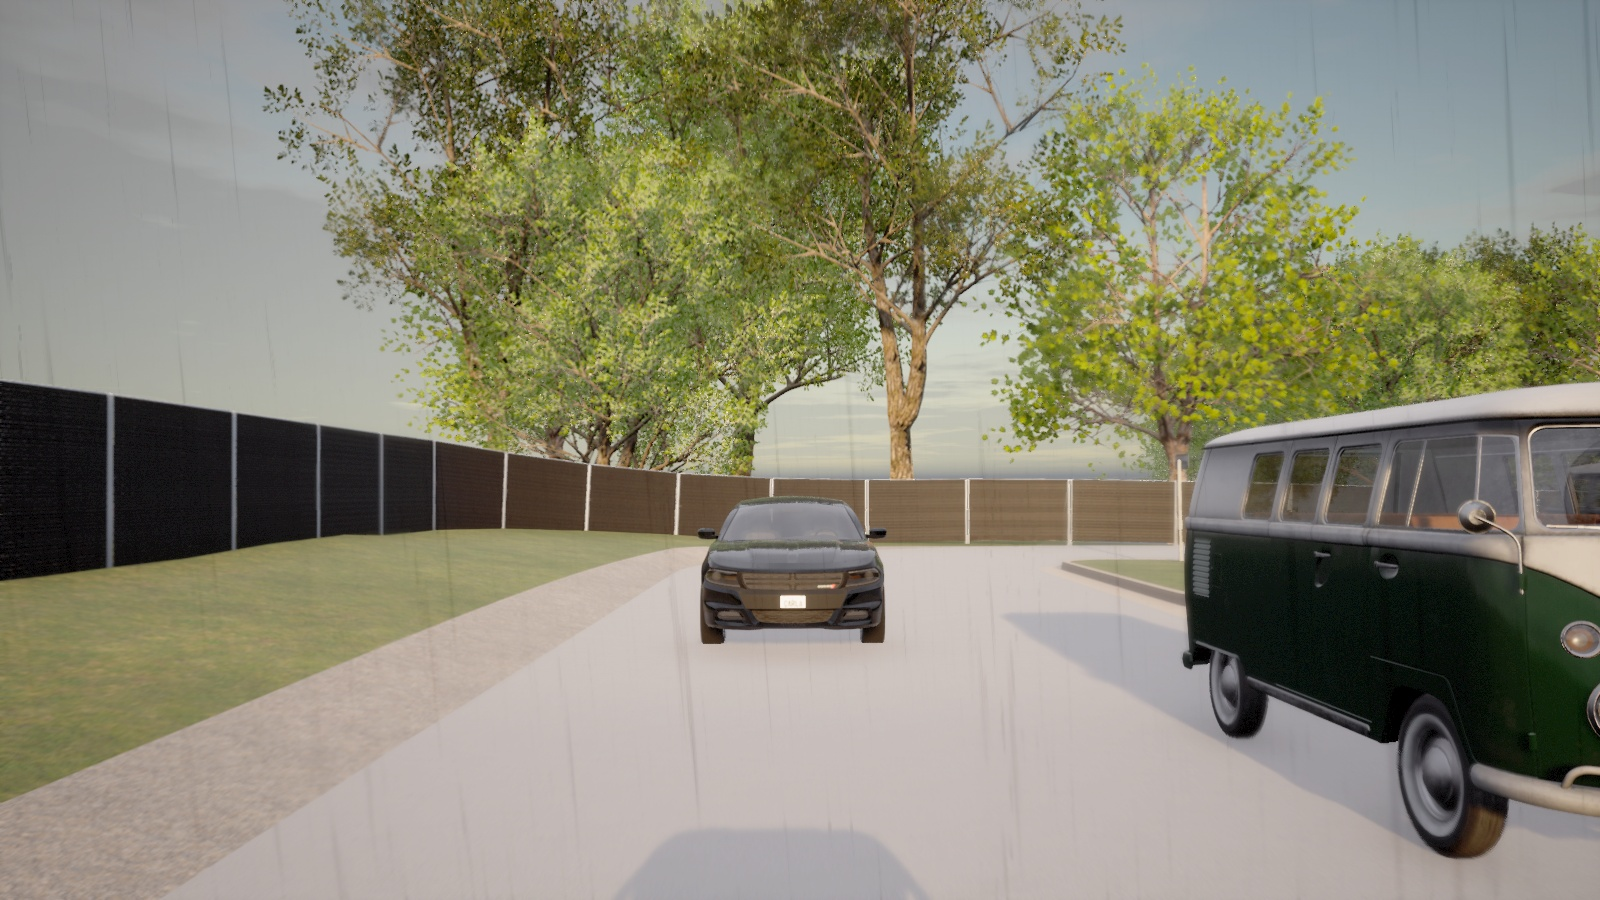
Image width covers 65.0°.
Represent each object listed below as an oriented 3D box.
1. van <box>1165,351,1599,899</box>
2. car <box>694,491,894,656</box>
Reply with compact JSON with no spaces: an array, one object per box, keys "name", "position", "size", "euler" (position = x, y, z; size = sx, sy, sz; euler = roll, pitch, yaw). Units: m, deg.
[{"name":"van","position":[3.453,0.724,6.548],"size":[1.775,1.987,4.442],"euler":[0,-2,0]},{"name":"car","position":[-0.083,1.269,14.438],"size":[1.882,1.535,5.008],"euler":[-1,-2,0]}]
